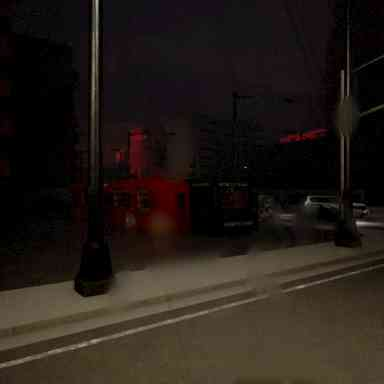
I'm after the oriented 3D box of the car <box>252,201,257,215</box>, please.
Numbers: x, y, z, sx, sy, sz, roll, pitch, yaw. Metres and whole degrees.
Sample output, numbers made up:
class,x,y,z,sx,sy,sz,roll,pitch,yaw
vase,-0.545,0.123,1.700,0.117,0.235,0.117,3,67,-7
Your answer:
class,x,y,z,sx,sy,sz,roll,pitch,yaw
car,5.396,1.685,34.197,1.882,1.535,5.008,0,-1,-36

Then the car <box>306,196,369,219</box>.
class,x,y,z,sx,sy,sz,roll,pitch,yaw
car,12.797,1.339,29.946,2.150,2.045,5.566,0,-1,-36

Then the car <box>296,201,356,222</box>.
class,x,y,z,sx,sy,sz,roll,pitch,yaw
car,10.578,1.667,27.037,1.994,1.385,4.181,0,-1,-36
